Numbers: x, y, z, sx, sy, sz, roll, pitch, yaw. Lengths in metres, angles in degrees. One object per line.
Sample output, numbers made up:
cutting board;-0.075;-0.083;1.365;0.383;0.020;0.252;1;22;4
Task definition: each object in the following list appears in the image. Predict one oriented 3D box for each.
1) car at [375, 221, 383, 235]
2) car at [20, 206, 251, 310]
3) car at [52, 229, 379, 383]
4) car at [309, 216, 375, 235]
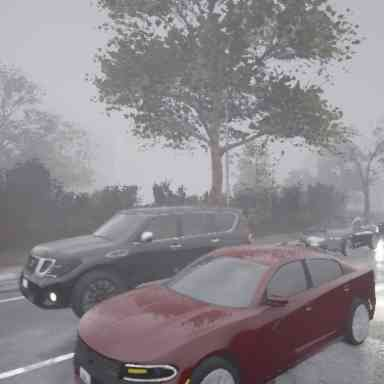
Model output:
car;8.102;1.709;11.155;5.008;1.535;1.882;1;-2;-43
car;-0.913;1.370;7.884;5.566;2.045;2.150;1;-1;-38
car;0.873;1.567;4.869;5.008;1.535;1.882;1;-1;-40
car;6.503;1.797;14.449;4.902;1.511;2.128;2;-2;-43
